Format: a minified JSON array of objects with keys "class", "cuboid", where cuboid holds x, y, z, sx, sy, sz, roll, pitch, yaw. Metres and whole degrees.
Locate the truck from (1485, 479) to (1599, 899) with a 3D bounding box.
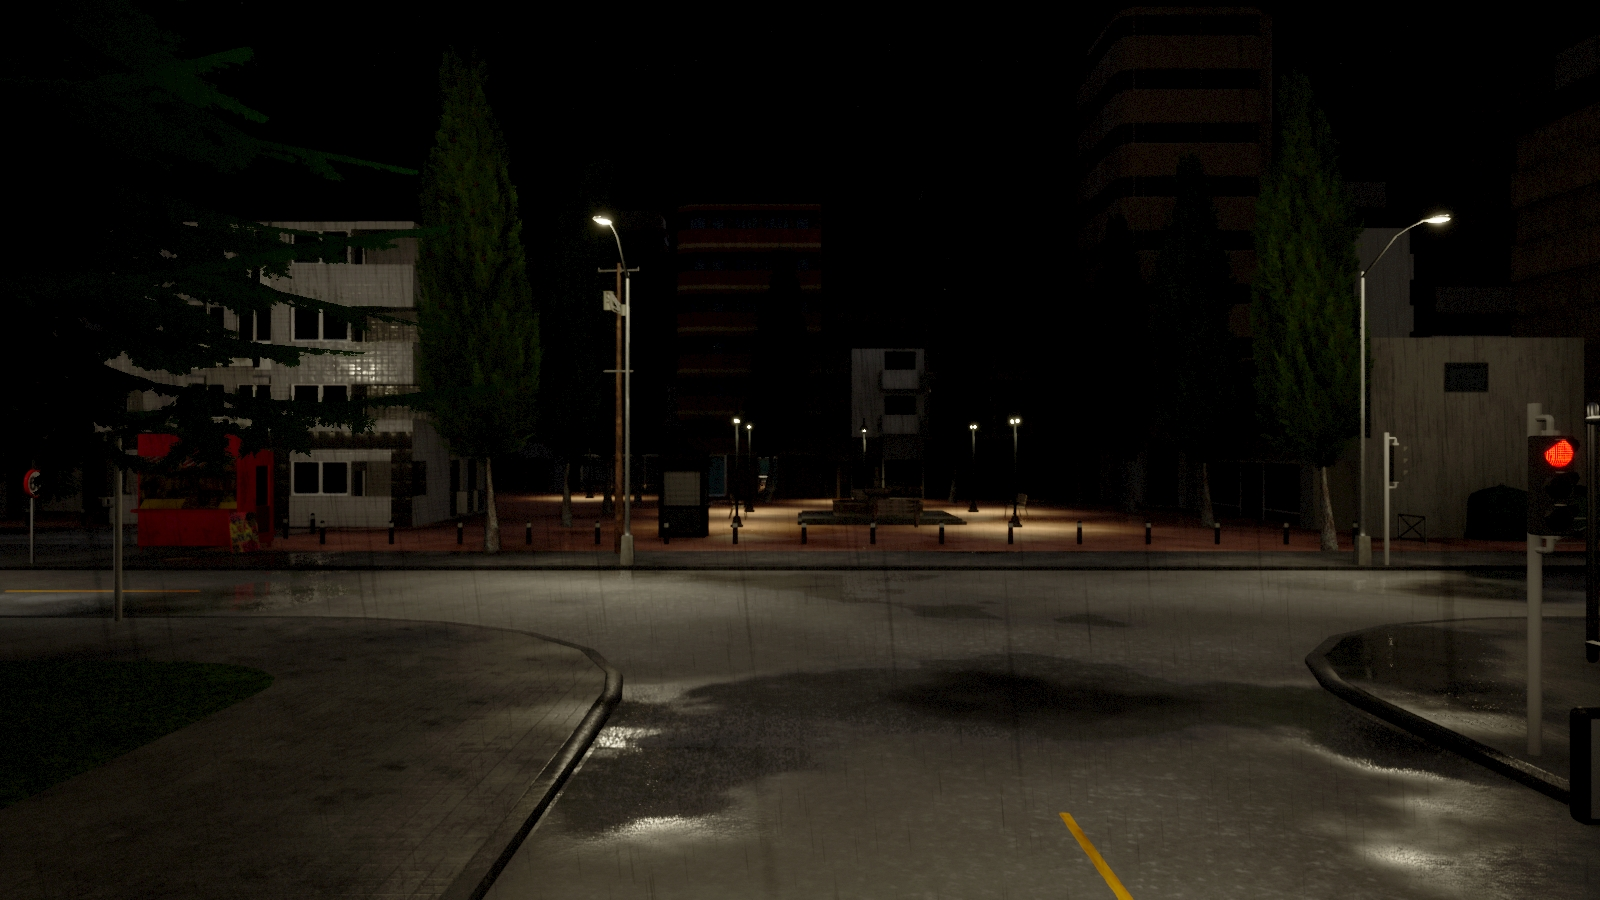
[{"class":"truck","cuboid":[4.017,1.349,1.921,2.627,2.467,5.204,0,0,0]}]
